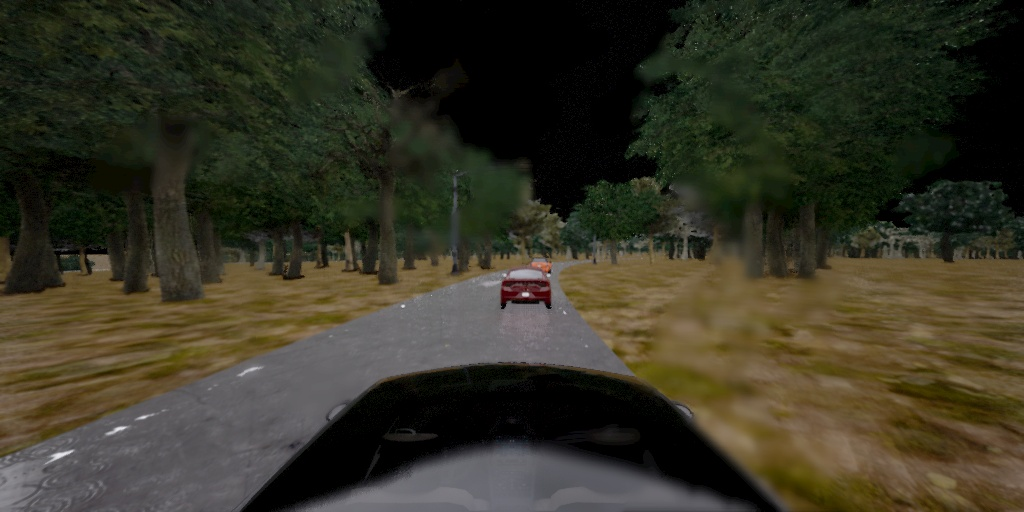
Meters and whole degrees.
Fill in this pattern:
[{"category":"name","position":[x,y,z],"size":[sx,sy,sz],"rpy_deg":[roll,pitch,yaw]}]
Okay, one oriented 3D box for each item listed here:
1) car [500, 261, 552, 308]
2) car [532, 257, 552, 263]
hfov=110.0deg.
[{"category":"car","position":[0.601,1.163,14.862],"size":[1.882,1.535,5.008],"rpy_deg":[0,0,3]},{"category":"car","position":[2.907,0.919,36.323],"size":[2.097,1.767,4.553],"rpy_deg":[0,0,8]}]
